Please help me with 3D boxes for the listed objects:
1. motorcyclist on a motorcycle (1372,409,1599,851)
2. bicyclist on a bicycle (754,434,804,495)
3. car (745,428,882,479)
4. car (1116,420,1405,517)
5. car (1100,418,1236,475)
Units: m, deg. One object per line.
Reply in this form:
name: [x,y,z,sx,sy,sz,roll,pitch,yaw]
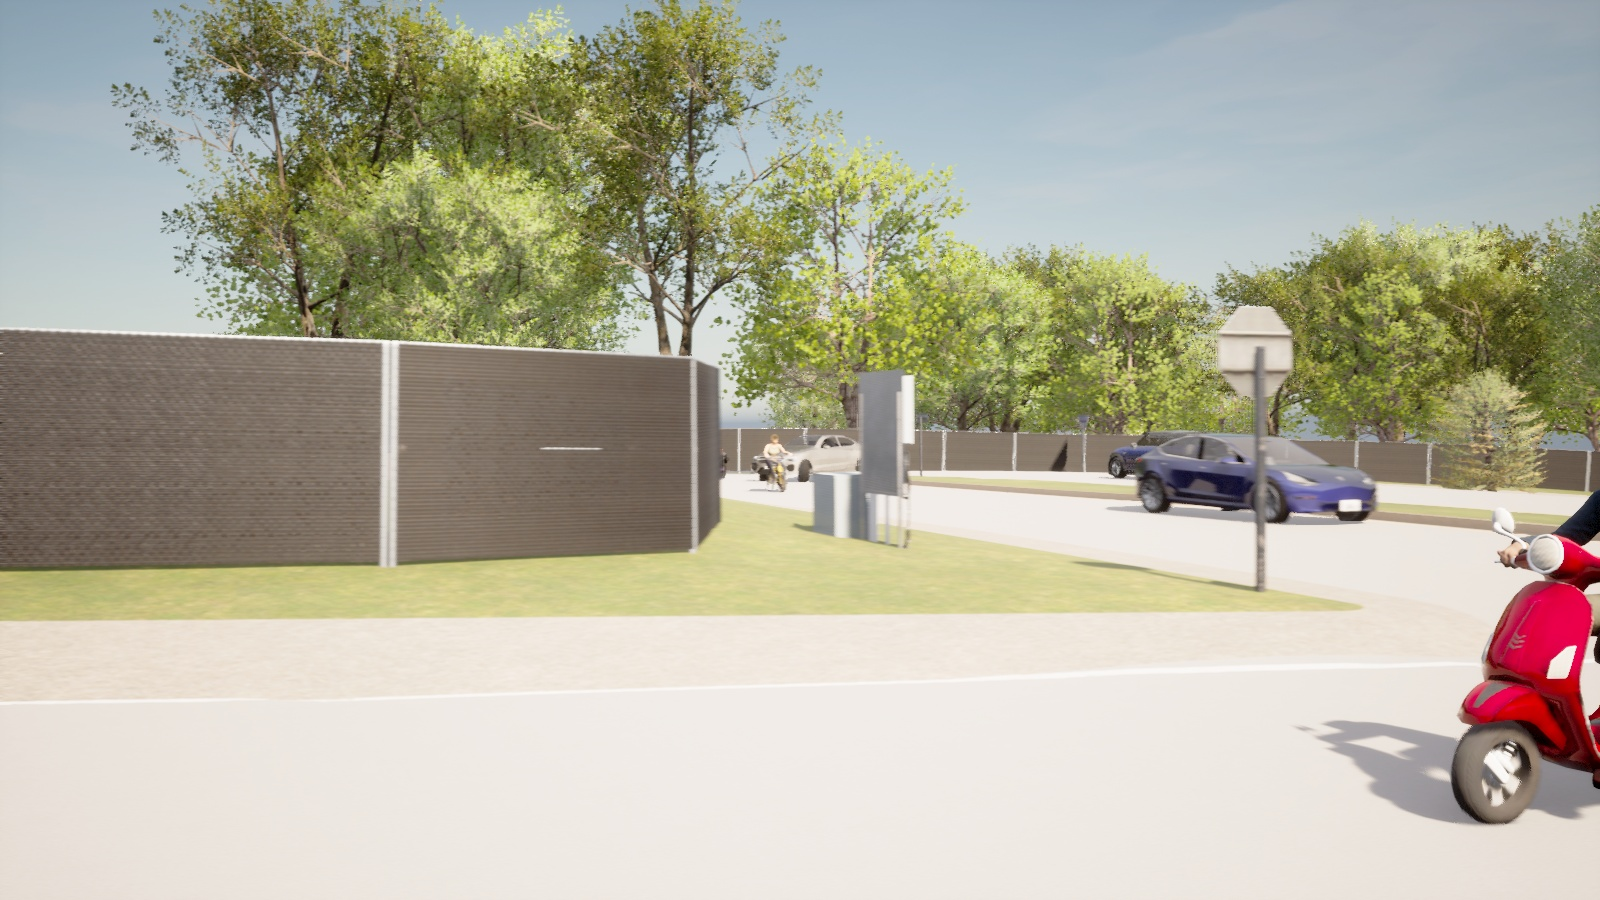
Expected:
motorcyclist on a motorcycle: [3.430,0.628,5.235,1.817,1.590,0.866,-1,1,-21]
bicyclist on a bicycle: [-0.602,0.381,34.629,0.866,1.612,1.509,-2,0,-21]
car: [0.542,0.096,44.312,2.152,1.651,5.027,-1,1,39]
car: [7.945,0.273,22.228,2.163,1.488,4.792,-1,1,-21]
car: [12.458,-0.141,42.825,2.097,1.767,4.553,-2,1,-20]
